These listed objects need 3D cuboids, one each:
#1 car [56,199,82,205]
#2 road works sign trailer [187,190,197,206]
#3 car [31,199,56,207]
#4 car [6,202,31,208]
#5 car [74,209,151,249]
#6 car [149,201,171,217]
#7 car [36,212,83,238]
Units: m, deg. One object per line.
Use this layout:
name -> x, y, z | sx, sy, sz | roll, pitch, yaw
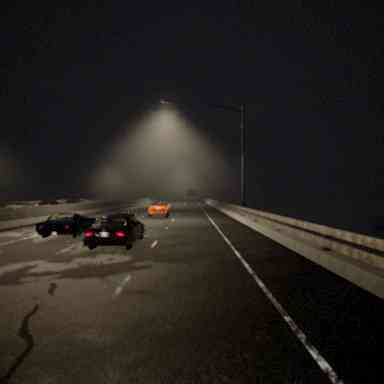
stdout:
car -> -17.559, 1.862, 48.670 | 2.097, 1.767, 4.553 | 0, -1, 0
road works sign trailer -> 0.018, 1.232, 75.169 | 2.380, 3.560, 2.880 | 0, -1, 0
car -> -21.058, 1.862, 48.604 | 2.097, 1.767, 4.553 | 0, -1, 0
car -> -24.556, 2.102, 47.673 | 1.895, 1.301, 4.718 | 0, -1, 0
car -> -3.398, 1.714, 15.366 | 2.033, 1.411, 5.357 | 0, -1, 0
car -> -3.391, 1.731, 35.670 | 2.097, 1.767, 4.553 | 0, -1, 0
car -> -6.895, 1.805, 18.894 | 1.895, 1.301, 4.718 | 0, -1, 0
